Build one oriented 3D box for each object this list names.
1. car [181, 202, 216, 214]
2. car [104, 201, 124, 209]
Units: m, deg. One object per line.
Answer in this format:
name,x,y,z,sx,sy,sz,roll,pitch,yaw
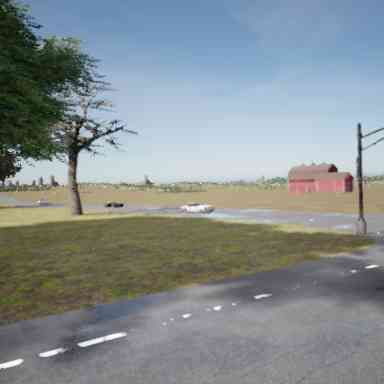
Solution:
car,0.715,1.868,39.696,1.895,1.301,4.718,-3,1,-38
car,-13.684,2.239,58.505,1.895,1.301,4.718,-3,1,-37
